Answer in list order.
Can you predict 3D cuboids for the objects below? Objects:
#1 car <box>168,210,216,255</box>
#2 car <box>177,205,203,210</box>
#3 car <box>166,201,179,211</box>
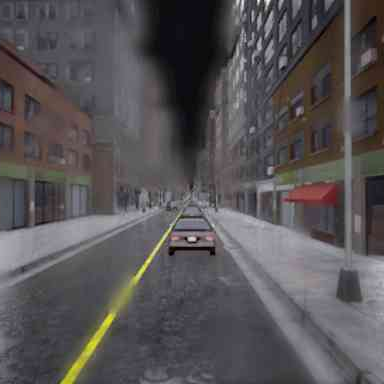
[{"bbox_3d":[0.003,1.703,13.992,2.033,1.411,5.357,0,-1,0],"label":"car"},{"bbox_3d":[0.007,1.909,29.284,1.994,1.385,4.181,0,-1,0],"label":"car"},{"bbox_3d":[-2.999,2.147,51.434,1.837,1.490,4.892,0,-1,0],"label":"car"}]
